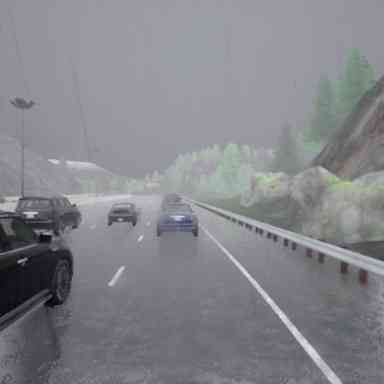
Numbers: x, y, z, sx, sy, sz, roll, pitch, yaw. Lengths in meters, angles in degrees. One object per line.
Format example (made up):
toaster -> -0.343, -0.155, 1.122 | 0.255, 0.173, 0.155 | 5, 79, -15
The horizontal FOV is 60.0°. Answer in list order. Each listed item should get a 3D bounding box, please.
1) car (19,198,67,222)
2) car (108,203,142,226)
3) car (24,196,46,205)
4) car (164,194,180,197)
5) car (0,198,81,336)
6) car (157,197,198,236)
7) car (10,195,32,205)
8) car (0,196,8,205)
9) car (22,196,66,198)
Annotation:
car -> -12.000, 1.377, 27.148 | 2.097, 1.767, 4.553 | 0, 0, -4
car -> -4.719, 1.515, 23.601 | 1.837, 1.490, 4.892 | 0, 0, -4
car -> -28.686, 1.538, 60.976 | 1.882, 1.535, 5.008 | 0, 0, -4
car -> -2.303, 1.228, 38.283 | 2.150, 2.045, 5.566 | 0, 0, -4
car -> -3.562, 1.229, 4.823 | 2.150, 2.045, 5.566 | 0, 0, -2
car -> -0.844, 1.355, 18.431 | 2.097, 1.767, 4.553 | 0, 0, -4
car -> -32.342, 1.423, 62.998 | 2.097, 1.767, 4.553 | 0, 0, -4
car -> -35.657, 1.553, 60.421 | 1.882, 1.535, 5.008 | 0, 0, -4
car -> -7.844, 1.238, 18.421 | 2.150, 2.045, 5.566 | 0, 0, -4
